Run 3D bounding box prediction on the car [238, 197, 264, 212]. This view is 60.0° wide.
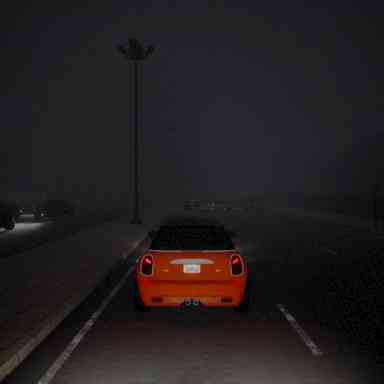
[{"bbox_3d":[7.078,1.352,39.242,2.097,1.767,4.553,0,0,0],"label":"car"}]

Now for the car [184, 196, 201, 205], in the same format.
[{"bbox_3d":[0.075,1.492,38.817,2.128,1.511,4.902,0,0,0],"label":"car"}]

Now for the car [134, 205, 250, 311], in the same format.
[{"bbox_3d":[-0.001,1.352,7.912,2.097,1.767,4.553,0,0,0],"label":"car"}]

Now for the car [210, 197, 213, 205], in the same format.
[{"bbox_3d":[3.642,1.492,49.213,2.128,1.511,4.902,0,0,0],"label":"car"}]

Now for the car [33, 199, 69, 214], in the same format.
[{"bbox_3d":[-15.006,1.505,35.719,1.837,1.490,4.892,0,0,1],"label":"car"}]

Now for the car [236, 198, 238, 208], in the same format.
[{"bbox_3d":[7.142,1.548,49.193,2.033,1.411,5.357,0,0,0],"label":"car"}]

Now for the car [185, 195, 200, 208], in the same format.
[{"bbox_3d":[0.142,1.352,49.204,2.097,1.767,4.553,0,0,0],"label":"car"}]

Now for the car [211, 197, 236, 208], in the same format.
[{"bbox_3d":[3.576,1.601,38.908,1.895,1.301,4.718,0,0,0],"label":"car"}]

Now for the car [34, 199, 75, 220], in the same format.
[{"bbox_3d":[-11.569,1.492,28.214,2.128,1.511,4.902,0,0,1],"label":"car"}]

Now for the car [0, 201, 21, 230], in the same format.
[{"bbox_3d":[-11.585,1.352,17.891,2.097,1.767,4.553,0,0,0],"label":"car"}]
